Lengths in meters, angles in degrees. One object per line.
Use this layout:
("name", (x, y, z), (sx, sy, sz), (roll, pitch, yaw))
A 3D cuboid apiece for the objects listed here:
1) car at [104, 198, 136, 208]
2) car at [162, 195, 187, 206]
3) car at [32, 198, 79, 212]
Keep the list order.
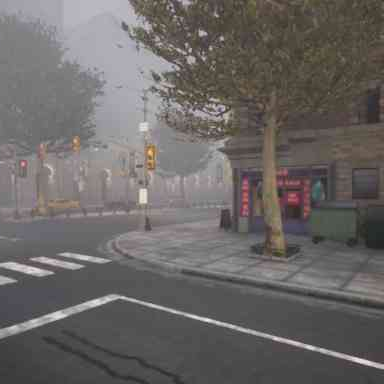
("car", (-10.320, 1.578, 47.923), (1.895, 1.301, 4.718), (0, 0, 36))
("car", (-2.749, 1.336, 53.042), (2.097, 1.767, 4.553), (0, 0, 36))
("car", (-14.805, 1.462, 36.293), (1.882, 1.535, 5.008), (0, 0, 36))
